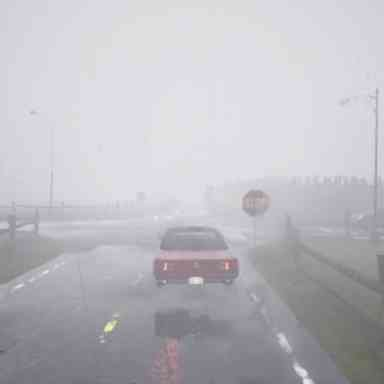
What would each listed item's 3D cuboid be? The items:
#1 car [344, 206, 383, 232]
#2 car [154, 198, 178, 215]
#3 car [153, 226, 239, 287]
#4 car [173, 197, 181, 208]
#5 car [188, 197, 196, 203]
[{"bbox_3d":[12.719,1.730,22.335,4.553,1.767,2.097,1,-1,-1],"label":"car"},{"bbox_3d":[-2.849,1.614,35.221,2.033,1.411,5.357,0,0,0],"label":"car"},{"bbox_3d":[-0.026,1.616,9.361,1.895,1.301,4.718,0,0,-3],"label":"car"},{"bbox_3d":[-2.850,1.570,45.815,1.882,1.535,5.008,0,0,0],"label":"car"},{"bbox_3d":[-0.010,1.775,76.979,1.895,1.301,4.718,0,0,0],"label":"car"}]
